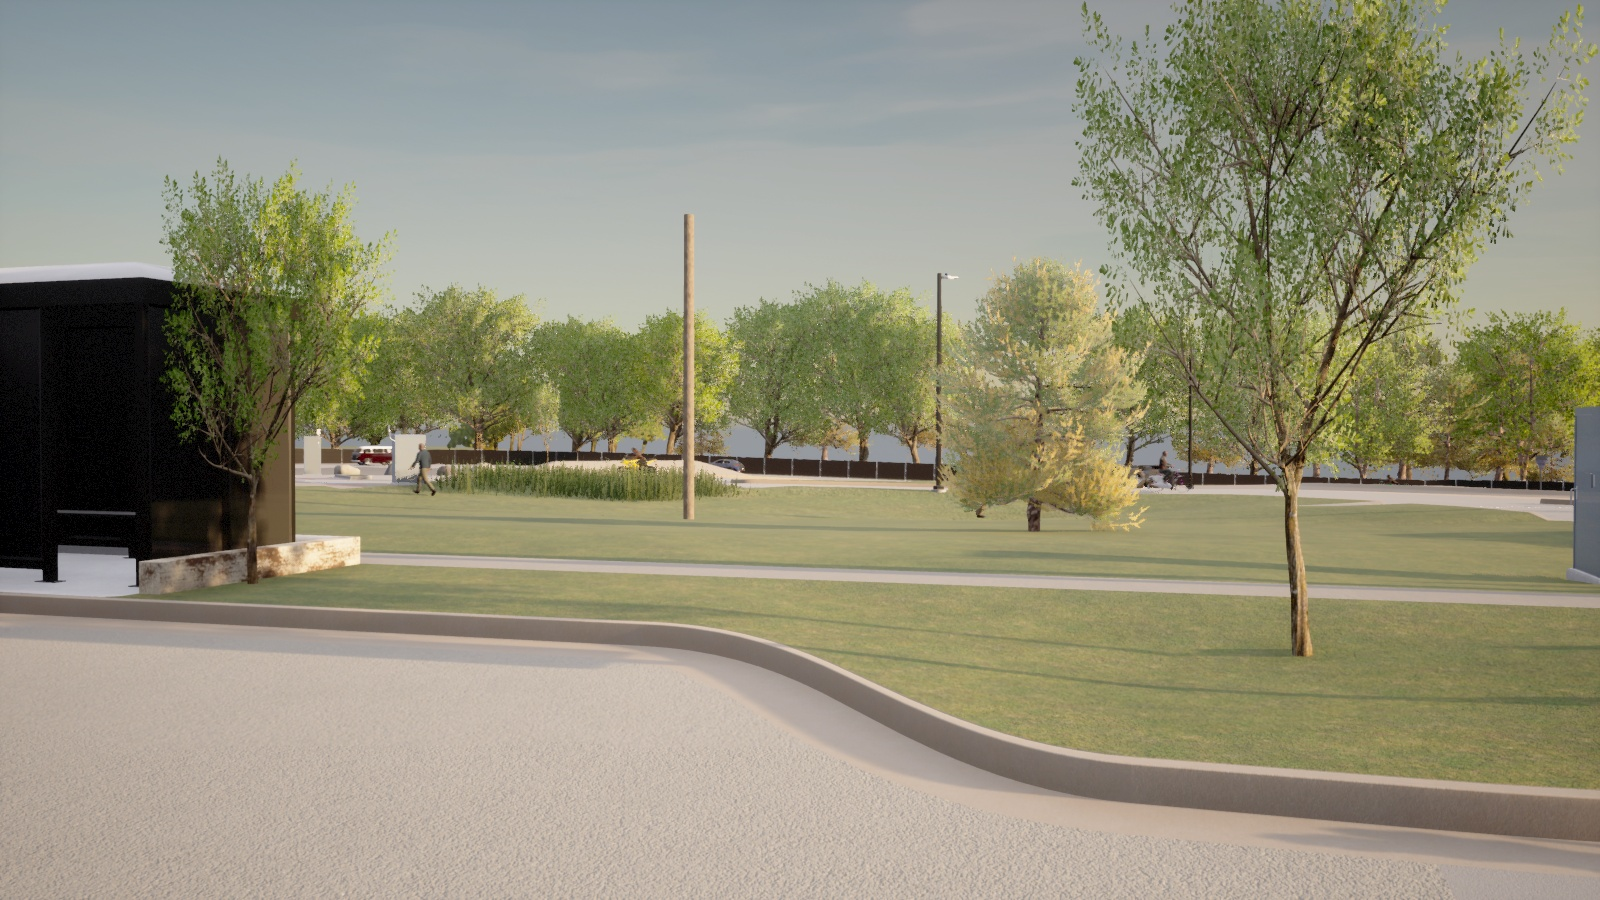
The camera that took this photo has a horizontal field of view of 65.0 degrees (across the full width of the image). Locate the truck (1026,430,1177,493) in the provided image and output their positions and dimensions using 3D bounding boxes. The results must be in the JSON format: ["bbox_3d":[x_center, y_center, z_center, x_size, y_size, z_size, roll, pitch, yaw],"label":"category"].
[{"bbox_3d":[17.333,0.650,72.425,7.936,3.462,2.891,-1,-1,-12],"label":"truck"}]

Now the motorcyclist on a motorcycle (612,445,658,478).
[{"bbox_3d":[-8.016,0.565,61.036,2.044,1.523,0.797,1,1,-18],"label":"motorcyclist on a motorcycle"}]

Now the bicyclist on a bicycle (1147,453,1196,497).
[{"bbox_3d":[15.397,1.029,52.089,1.843,1.776,0.659,0,1,32],"label":"bicyclist on a bicycle"}]

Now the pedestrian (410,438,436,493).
[{"bbox_3d":[-12.823,0.513,42.695,0.726,1.842,0.402,1,1,20],"label":"pedestrian"}]
